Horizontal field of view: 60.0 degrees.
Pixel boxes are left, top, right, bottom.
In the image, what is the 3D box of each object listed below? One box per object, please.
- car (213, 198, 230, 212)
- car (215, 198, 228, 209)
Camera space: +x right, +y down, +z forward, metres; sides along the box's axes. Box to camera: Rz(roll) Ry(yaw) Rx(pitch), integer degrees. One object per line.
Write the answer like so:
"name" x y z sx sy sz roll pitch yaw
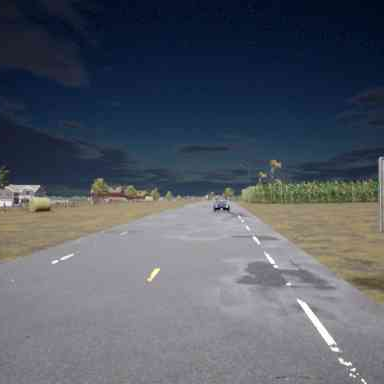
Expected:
"car" 3.551 1.677 39.860 1.895 1.301 4.718 0 0 5
"car" 4.437 1.643 49.731 1.837 1.490 4.892 0 0 5
